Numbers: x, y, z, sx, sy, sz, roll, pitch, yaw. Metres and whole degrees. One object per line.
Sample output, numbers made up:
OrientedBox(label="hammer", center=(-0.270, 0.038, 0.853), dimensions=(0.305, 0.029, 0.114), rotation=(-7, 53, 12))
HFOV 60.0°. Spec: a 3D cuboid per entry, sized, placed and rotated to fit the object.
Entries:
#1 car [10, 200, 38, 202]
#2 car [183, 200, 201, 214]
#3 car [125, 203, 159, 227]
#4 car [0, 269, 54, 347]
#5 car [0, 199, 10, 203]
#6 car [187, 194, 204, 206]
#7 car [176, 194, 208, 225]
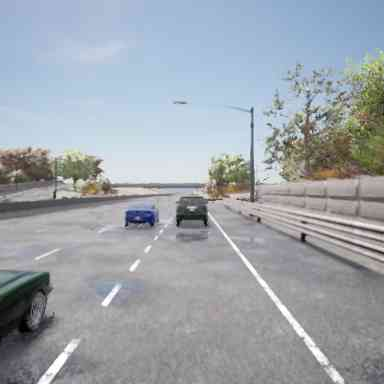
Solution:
OrientedBox(label="car", center=(-21.002, 1.652, 42.948), dimensions=(1.895, 1.301, 4.718), rotation=(0, 0, 0))
OrientedBox(label="car", center=(-0.002, 1.640, 37.222), dimensions=(1.895, 1.301, 4.718), rotation=(0, 0, 0))
OrientedBox(label="car", center=(-3.399, 1.497, 23.251), dimensions=(1.882, 1.535, 5.008), rotation=(0, 0, 0))
OrientedBox(label="car", center=(-3.401, 1.602, 3.841), dimensions=(1.895, 1.301, 4.718), rotation=(0, 0, 0))
OrientedBox(label="car", center=(-24.503, 1.585, 42.942), dimensions=(1.812, 1.442, 4.674), rotation=(0, 0, 0))
OrientedBox(label="car", center=(0.675, 1.292, 56.060), dimensions=(2.150, 2.045, 5.566), rotation=(0, 0, 7))
OrientedBox(label="car", center=(-0.002, 1.242, 24.238), dimensions=(2.150, 2.045, 5.566), rotation=(0, 0, 0))
